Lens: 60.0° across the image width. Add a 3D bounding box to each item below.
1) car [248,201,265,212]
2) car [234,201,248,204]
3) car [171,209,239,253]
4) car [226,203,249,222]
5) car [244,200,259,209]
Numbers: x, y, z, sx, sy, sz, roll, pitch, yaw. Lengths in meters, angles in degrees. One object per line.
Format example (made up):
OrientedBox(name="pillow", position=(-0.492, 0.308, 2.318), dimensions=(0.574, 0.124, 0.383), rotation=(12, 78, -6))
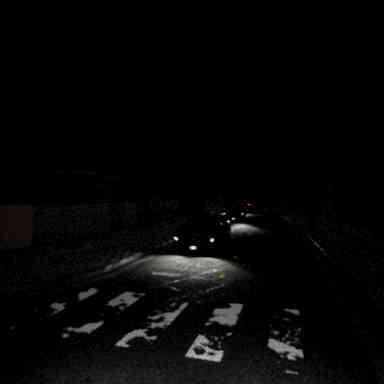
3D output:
OrientedBox(name="car", position=(9.568, 2.135, 49.012), dimensions=(1.994, 1.385, 4.181), rotation=(1, -1, 6))
OrientedBox(name="car", position=(5.941, 1.981, 42.734), dimensions=(1.812, 1.442, 4.674), rotation=(1, -1, 8))
OrientedBox(name="car", position=(0.655, 1.677, 14.723), dimensions=(2.033, 1.411, 5.357), rotation=(1, 0, 13))
OrientedBox(name="car", position=(3.778, 1.905, 29.403), dimensions=(1.895, 1.301, 4.718), rotation=(1, -1, 10))
OrientedBox(name="car", position=(10.447, 2.225, 58.981), dimensions=(2.033, 1.411, 5.357), rotation=(1, -1, 4))
